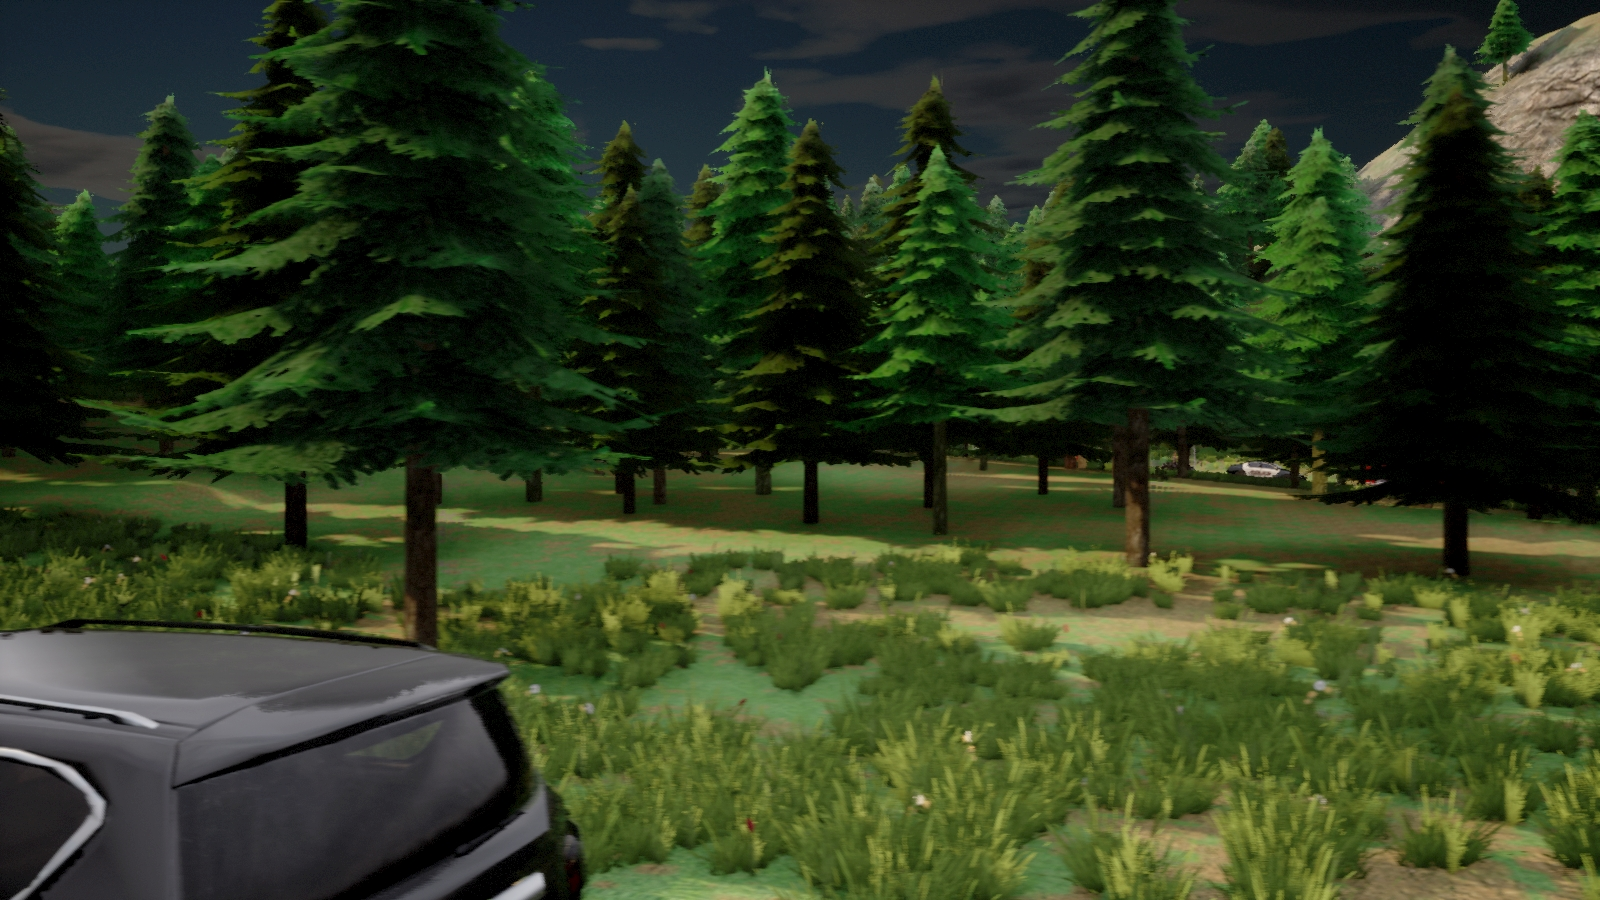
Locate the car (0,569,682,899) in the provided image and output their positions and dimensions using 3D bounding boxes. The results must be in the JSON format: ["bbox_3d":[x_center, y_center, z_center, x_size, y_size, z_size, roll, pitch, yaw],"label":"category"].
[{"bbox_3d":[-3.465,1.636,4.573,5.566,2.045,2.150,0,0,20],"label":"car"}]
